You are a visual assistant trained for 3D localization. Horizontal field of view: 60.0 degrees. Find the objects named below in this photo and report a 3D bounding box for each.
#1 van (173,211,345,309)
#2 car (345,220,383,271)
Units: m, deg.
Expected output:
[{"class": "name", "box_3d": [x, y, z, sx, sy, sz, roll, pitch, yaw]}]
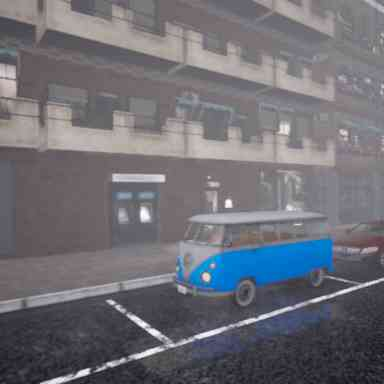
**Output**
[{"class": "van", "box_3d": [1.522, 1.354, 7.614, 3.998, 1.788, 1.690, 0, -1, -35]}, {"class": "car", "box_3d": [6.137, 1.607, 10.897, 4.206, 1.307, 1.802, 0, -1, -35]}]
